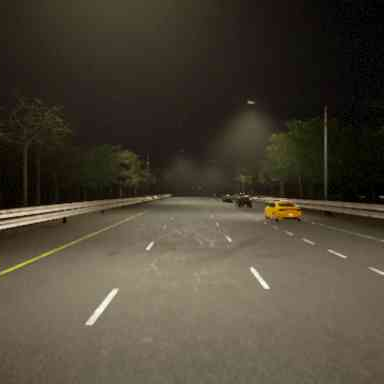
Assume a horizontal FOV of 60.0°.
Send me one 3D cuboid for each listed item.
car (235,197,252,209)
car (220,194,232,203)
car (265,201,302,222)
[{"bbox_3d":[7.083,1.529,46.060,1.837,1.490,4.892,0,0,0],"label":"car"},{"bbox_3d":[7.138,1.566,68.393,1.895,1.301,4.718,0,0,0],"label":"car"},{"bbox_3d":[7.034,1.484,26.121,1.882,1.535,5.008,0,0,0],"label":"car"}]
